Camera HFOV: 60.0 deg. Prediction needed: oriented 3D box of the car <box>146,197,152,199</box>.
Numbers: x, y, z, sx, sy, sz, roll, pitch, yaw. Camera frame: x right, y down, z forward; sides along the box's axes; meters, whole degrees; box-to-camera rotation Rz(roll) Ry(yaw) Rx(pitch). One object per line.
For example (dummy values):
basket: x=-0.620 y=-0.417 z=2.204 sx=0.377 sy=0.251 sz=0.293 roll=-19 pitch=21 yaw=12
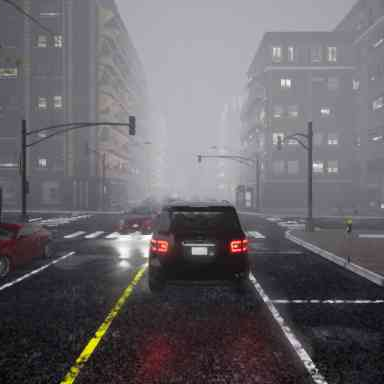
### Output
car: x=-5.304 y=1.438 z=42.351 sx=1.967 sy=1.590 sz=4.097 roll=0 pitch=0 yaw=1

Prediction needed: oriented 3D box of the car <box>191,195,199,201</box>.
car: x=0.773 y=1.477 z=82.626 sx=1.882 sy=1.535 sz=5.008 roll=0 pitch=0 yaw=1

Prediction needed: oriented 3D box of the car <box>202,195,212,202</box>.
car: x=3.396 y=1.440 z=76.097 sx=1.967 sy=1.590 sz=4.097 roll=0 pitch=0 yaw=1

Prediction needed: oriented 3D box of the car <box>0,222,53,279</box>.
car: x=-5.610 y=1.581 z=9.942 sx=1.802 sy=1.307 sz=4.206 roll=0 pitch=0 yaw=1

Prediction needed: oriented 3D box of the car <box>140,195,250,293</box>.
car: x=0.168 y=1.221 z=9.026 sx=2.150 sy=2.045 sz=5.566 roll=0 pitch=0 yaw=1

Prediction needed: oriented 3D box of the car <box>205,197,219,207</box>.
car: x=3.183 y=1.549 z=53.543 sx=2.008 sy=1.369 sz=4.403 roll=0 pitch=0 yaw=1

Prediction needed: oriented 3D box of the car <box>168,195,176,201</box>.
car: x=-4.932 y=1.525 z=81.650 sx=1.752 sy=1.417 sz=4.829 roll=0 pitch=0 yaw=1

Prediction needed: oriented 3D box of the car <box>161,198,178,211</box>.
car: x=-2.719 y=1.524 z=41.510 sx=1.812 sy=1.442 sz=4.674 roll=0 pitch=0 yaw=1

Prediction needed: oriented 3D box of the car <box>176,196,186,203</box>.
car: x=-2.353 y=1.595 z=69.566 sx=1.895 sy=1.301 sz=4.718 roll=0 pitch=0 yaw=1

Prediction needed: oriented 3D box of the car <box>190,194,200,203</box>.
car: x=0.695 y=1.354 z=72.850 sx=2.097 sy=1.767 sz=4.553 roll=0 pitch=0 yaw=1

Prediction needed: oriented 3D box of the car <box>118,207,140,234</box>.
car: x=-2.930 y=1.562 z=19.229 sx=1.994 sy=1.385 sz=4.181 roll=0 pitch=0 yaw=1

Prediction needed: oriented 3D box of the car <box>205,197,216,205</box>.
car: x=3.237 y=1.543 z=59.181 sx=1.887 sy=1.381 sz=4.507 roll=0 pitch=0 yaw=1

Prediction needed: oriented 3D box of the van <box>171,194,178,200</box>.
van: x=-4.824 y=1.340 z=93.098 sx=1.690 sy=1.788 sz=3.998 roll=0 pitch=0 yaw=1

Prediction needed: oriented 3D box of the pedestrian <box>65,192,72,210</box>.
pedestrian: x=-12.408 y=0.902 z=33.411 sx=0.375 sy=1.860 sz=0.375 roll=0 pitch=-1 yaw=0
